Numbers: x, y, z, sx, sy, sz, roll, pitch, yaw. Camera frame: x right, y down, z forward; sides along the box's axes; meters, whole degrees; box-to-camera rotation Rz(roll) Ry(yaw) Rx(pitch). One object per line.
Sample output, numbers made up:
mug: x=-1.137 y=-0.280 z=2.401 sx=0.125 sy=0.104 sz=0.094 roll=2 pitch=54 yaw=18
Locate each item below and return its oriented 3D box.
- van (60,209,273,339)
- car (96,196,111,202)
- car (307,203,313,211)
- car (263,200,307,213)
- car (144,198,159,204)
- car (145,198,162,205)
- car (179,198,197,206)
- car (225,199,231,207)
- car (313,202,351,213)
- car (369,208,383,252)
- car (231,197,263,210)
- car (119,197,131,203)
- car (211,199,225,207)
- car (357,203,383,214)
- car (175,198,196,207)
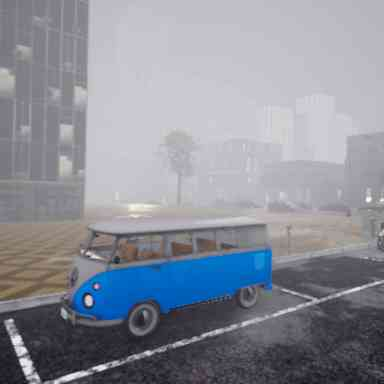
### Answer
van: x=-0.243 y=1.366 z=6.329 sx=3.998 sy=1.788 sz=1.690 roll=1 pitch=1 yaw=-35
car: x=-23.481 y=2.105 z=90.001 sx=1.752 sy=1.417 sz=4.829 roll=1 pitch=-1 yaw=-35
car: x=15.668 y=2.073 z=48.425 sx=1.802 sy=1.307 sz=4.206 roll=1 pitch=-1 yaw=-35
car: x=11.087 y=1.723 z=39.875 sx=1.967 sy=1.590 sz=4.097 roll=1 pitch=-1 yaw=-35
car: x=-10.465 y=2.234 z=85.926 sx=1.752 sy=1.417 sz=4.829 roll=1 pitch=-1 yaw=-35
car: x=-7.676 y=1.970 z=67.185 sx=1.752 sy=1.417 sz=4.829 roll=1 pitch=-1 yaw=-35
car: x=-0.885 y=2.067 z=72.098 sx=1.967 sy=1.590 sz=4.097 roll=1 pitch=-1 yaw=-35
car: x=8.667 y=1.864 z=58.460 sx=2.192 sy=1.841 sz=5.009 roll=1 pitch=-1 yaw=-35
car: x=18.789 y=2.032 z=43.921 sx=1.947 sy=1.339 sz=4.313 roll=1 pitch=-1 yaw=-35
car: x=8.949 y=1.549 z=12.885 sx=4.097 sy=1.590 sz=1.967 roll=1 pitch=1 yaw=-35
car: x=8.342 y=1.889 z=48.630 sx=1.837 sy=1.490 sz=4.892 roll=1 pitch=-1 yaw=-35
car: x=-17.255 y=2.092 z=81.014 sx=1.947 sy=1.339 sz=4.313 roll=1 pitch=-1 yaw=-35
car: x=5.478 y=2.015 z=63.003 sx=1.967 sy=1.590 sz=4.097 roll=1 pitch=-1 yaw=-35
car: x=21.911 y=1.991 z=39.414 sx=2.008 sy=1.369 sz=4.403 roll=1 pitch=-1 yaw=-35
car: x=-1.414 y=1.865 z=62.880 sx=1.882 sy=1.535 sz=5.008 roll=2 pitch=-1 yaw=-35
